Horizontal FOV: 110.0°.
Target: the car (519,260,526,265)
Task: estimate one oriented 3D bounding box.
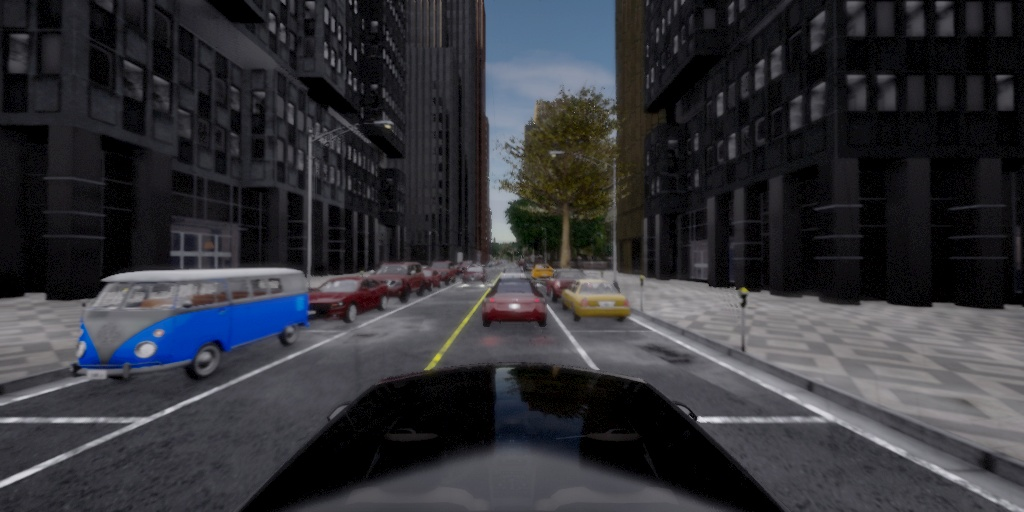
[{"bbox_3d":[2.752,1.923,62.204,2.007,1.370,4.403,0,0,0],"label":"car"}]

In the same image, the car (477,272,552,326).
[{"bbox_3d":[0.083,1.422,12.229,1.994,1.385,4.181,0,0,0],"label":"car"}]

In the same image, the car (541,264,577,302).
[{"bbox_3d":[2.760,1.357,18.102,1.967,1.591,4.097,0,0,0],"label":"car"}]

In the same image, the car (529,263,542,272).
[{"bbox_3d":[2.995,1.572,35.431,1.882,1.535,5.008,0,-1,0],"label":"car"}]

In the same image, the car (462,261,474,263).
[{"bbox_3d":[-5.770,1.514,45.657,2.192,1.841,5.009,0,0,0],"label":"car"}]

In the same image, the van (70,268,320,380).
[{"bbox_3d":[-5.763,1.145,7.071,1.690,1.789,3.998,0,0,0],"label":"van"}]

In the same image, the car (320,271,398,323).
[{"bbox_3d":[-5.764,1.406,12.583,1.888,1.381,4.507,0,0,0],"label":"car"}]

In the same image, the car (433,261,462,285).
[{"bbox_3d":[-5.767,1.344,29.120,2.192,1.841,5.009,0,0,0],"label":"car"}]

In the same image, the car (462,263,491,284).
[{"bbox_3d":[-3.105,1.571,30.726,1.812,1.442,4.674,0,-1,0],"label":"car"}]

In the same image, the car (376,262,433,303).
[{"bbox_3d":[-5.765,1.231,18.096,2.192,1.841,5.009,0,0,0],"label":"car"}]

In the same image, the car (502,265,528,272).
[{"bbox_3d":[0.089,1.637,29.800,1.895,1.301,4.718,0,-1,0],"label":"car"}]

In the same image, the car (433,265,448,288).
[{"bbox_3d":[-5.766,1.518,23.608,1.888,1.381,4.507,0,0,0],"label":"car"}]

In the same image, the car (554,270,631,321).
[{"bbox_3d":[2.761,1.386,12.760,1.751,1.417,4.829,0,0,0],"label":"car"}]

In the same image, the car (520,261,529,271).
[{"bbox_3d":[2.753,1.881,56.692,1.948,1.339,4.313,0,0,0],"label":"car"}]
